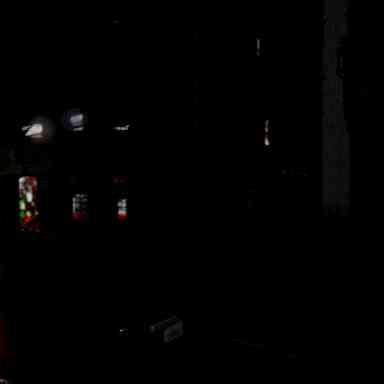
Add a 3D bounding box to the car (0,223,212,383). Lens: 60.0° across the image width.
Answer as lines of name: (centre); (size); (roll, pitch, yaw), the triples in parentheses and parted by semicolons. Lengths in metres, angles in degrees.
car: (-2.108, 1.357, 4.361); (5.009, 1.841, 2.192); (-1, 0, 35)
